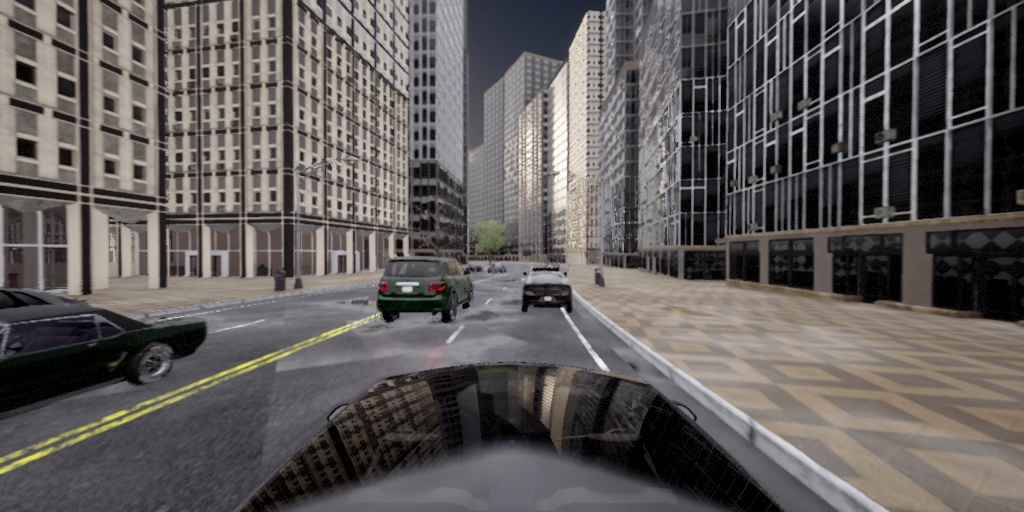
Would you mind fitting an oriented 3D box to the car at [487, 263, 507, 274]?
[{"bbox_3d":[-1.936,1.613,47.733,1.812,1.442,4.674,0,-1,11],"label":"car"}]

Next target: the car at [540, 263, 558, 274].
[{"bbox_3d":[5.133,1.690,49.695,2.033,1.411,5.357,0,0,10],"label":"car"}]

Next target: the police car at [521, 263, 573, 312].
[{"bbox_3d":[1.388,1.285,14.967,1.930,1.638,5.238,0,0,3],"label":"police car"}]

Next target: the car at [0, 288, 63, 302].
[{"bbox_3d":[-9.744,1.262,5.518,1.837,1.490,4.892,0,0,1],"label":"car"}]

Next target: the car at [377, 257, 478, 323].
[{"bbox_3d":[-2.808,1.051,12.758,2.150,2.045,5.566,0,0,3],"label":"car"}]

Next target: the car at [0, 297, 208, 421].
[{"bbox_3d":[-6.534,1.357,4.309,1.895,1.301,4.718,0,0,1],"label":"car"}]

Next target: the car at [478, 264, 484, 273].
[{"bbox_3d":[-5.251,1.668,47.696,1.895,1.301,4.718,0,0,11],"label":"car"}]
